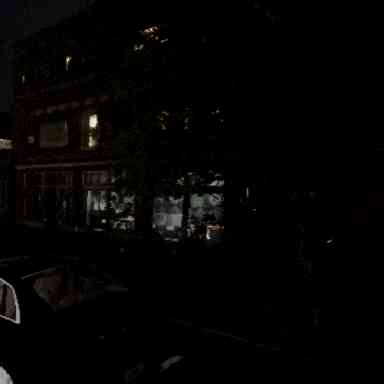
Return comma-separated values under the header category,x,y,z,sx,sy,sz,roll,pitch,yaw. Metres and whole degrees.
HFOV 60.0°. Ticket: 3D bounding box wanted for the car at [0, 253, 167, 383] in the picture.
category,x,y,z,sx,sy,sz,roll,pitch,yaw
car,-2.341,1.531,4.547,4.403,1.369,2.008,0,1,36
